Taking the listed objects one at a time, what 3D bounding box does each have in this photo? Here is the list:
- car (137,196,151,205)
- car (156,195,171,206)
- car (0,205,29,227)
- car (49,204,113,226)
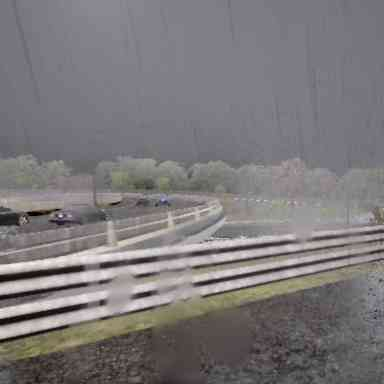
[{"bbox_3d":[-7.933,1.420,54.666,1.837,1.490,4.892,0,0,-3],"label":"car"},{"bbox_3d":[-4.325,1.280,51.528,2.097,1.767,4.553,0,0,-1],"label":"car"},{"bbox_3d":[-11.863,1.450,19.614,1.837,1.490,4.892,0,0,16],"label":"car"},{"bbox_3d":[-7.384,1.501,22.633,2.033,1.411,5.357,0,0,13],"label":"car"}]
